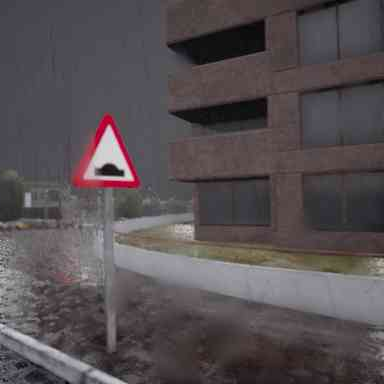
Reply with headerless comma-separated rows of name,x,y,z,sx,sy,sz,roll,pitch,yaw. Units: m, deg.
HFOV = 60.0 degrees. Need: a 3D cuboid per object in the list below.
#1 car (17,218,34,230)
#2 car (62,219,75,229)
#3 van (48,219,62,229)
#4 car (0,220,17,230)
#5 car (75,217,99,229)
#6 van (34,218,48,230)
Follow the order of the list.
car,-30.014,5.538,55.770,5.366,1.575,1.946,-1,-6,6
car,-25.877,6.413,63.873,4.892,1.521,2.231,-1,-6,6
van,-27.082,5.896,61.188,4.442,1.987,1.878,-1,-6,6
car,-31.147,5.288,53.042,4.674,1.452,2.002,-1,-6,6
car,-21.968,7.035,72.019,5.566,2.045,2.435,-1,-6,6
van,-28.397,5.604,58.476,4.442,1.987,1.878,-1,-7,6
